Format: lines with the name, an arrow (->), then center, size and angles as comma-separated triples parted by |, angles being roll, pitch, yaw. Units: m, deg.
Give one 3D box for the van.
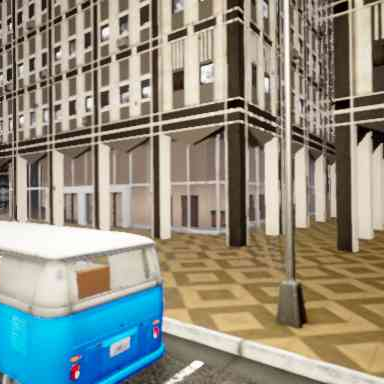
van -> -2.242, 1.351, 4.487 | 3.998, 1.788, 1.690 | 0, -1, 35
